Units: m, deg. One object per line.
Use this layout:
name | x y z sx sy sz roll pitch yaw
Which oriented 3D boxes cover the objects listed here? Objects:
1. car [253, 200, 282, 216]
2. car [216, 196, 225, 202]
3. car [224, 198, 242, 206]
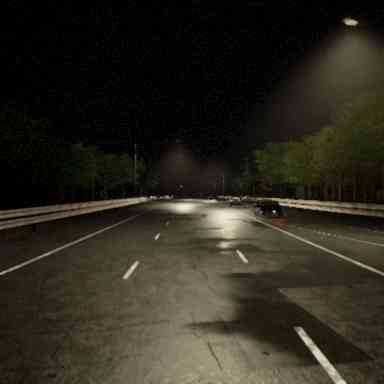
car | 7.267 1.522 32.412 1.837 1.490 4.892 0 0 -4
car | 7.081 1.678 82.674 2.128 1.511 4.902 0 -1 0
car | 7.005 1.630 55.271 1.895 1.301 4.718 0 0 0
